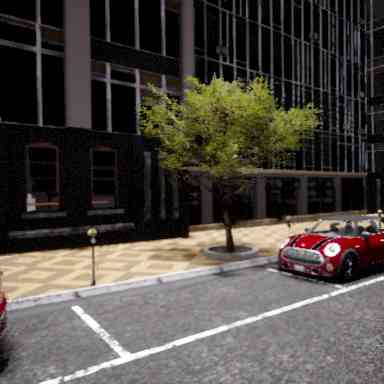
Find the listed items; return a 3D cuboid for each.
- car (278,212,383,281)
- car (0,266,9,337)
[{"bbox_3d":[4.382,1.431,9.721,4.097,1.590,1.967,0,-1,-36],"label":"car"},{"bbox_3d":[-4.681,1.318,3.364,5.009,1.841,2.192,0,-1,-36],"label":"car"}]
